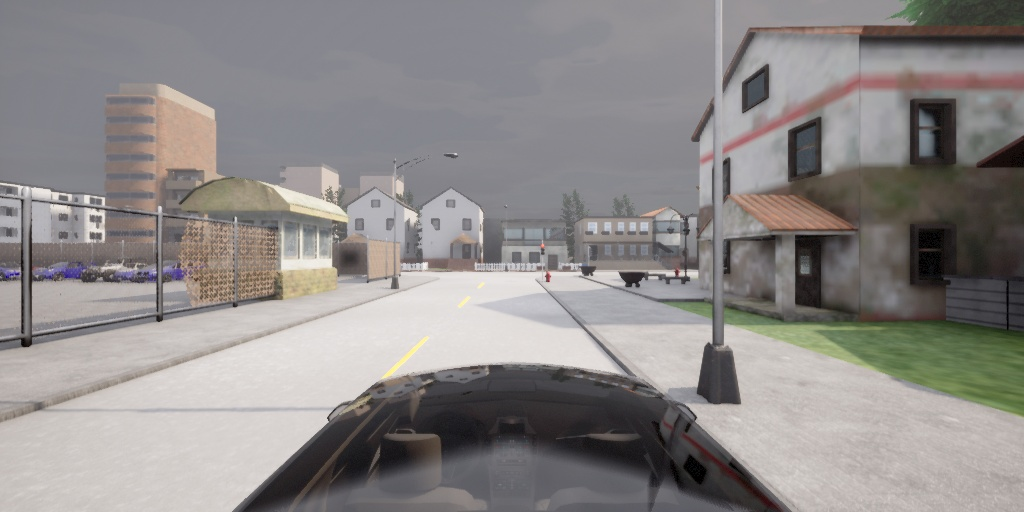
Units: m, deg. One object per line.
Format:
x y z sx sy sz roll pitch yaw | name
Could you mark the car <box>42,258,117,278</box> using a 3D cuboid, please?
-46.069 1.242 38.247 4.902 1.511 2.128 0 0 0 | car
